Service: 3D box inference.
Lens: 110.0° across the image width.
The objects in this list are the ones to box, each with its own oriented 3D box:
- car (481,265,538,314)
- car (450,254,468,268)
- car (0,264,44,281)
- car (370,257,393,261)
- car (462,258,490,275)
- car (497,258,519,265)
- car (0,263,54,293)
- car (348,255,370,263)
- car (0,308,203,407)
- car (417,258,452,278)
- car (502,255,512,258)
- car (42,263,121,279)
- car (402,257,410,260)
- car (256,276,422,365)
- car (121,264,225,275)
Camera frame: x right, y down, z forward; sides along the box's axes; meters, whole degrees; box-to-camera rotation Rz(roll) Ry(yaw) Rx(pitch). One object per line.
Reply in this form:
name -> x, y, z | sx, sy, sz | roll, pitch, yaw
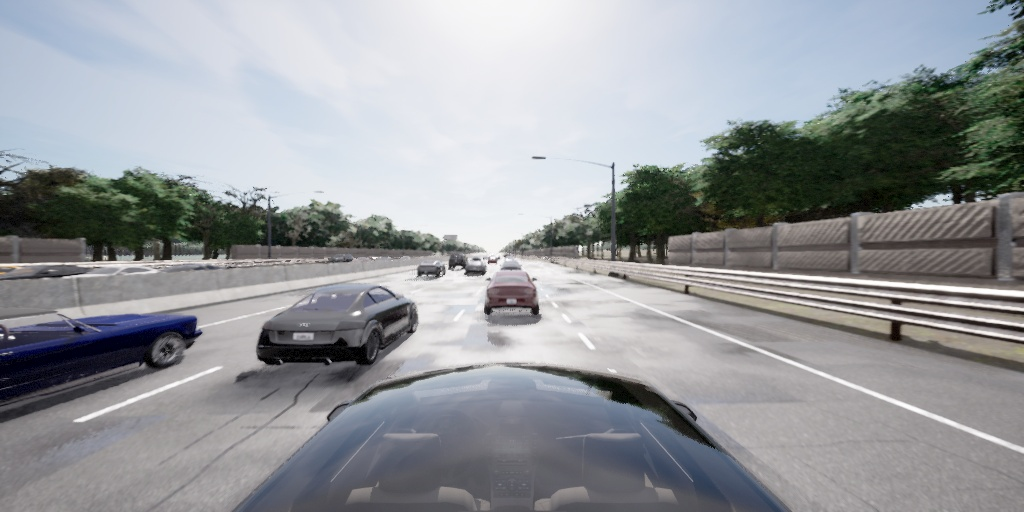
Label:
car -> -0.018, 1.258, 13.642 | 1.812, 1.442, 4.674 | 0, 0, 0
car -> -7.241, 0.738, 48.856 | 2.150, 2.045, 5.566 | 0, 0, -1
car -> -24.632, 1.181, 18.877 | 1.882, 1.535, 5.008 | 0, 0, 0
car -> -21.379, 0.925, 59.838 | 1.882, 1.535, 5.008 | 0, 0, 0
car -> -3.637, 1.155, 36.814 | 1.994, 1.385, 4.181 | 0, 0, 0
car -> -0.094, 1.155, 30.435 | 1.812, 1.442, 4.674 | 0, 0, 0
car -> -28.131, 1.182, 18.758 | 1.882, 1.535, 5.008 | 0, 0, 0
car -> -24.874, 0.974, 59.727 | 1.812, 1.442, 4.674 | 0, 0, 0
car -> -7.000, 1.358, 4.854 | 1.895, 1.301, 4.718 | 0, 0, 0
car -> -7.103, 1.112, 32.016 | 2.128, 1.511, 4.902 | 0, 0, 0
car -> -0.289, 1.034, 53.594 | 2.033, 1.411, 5.357 | 0, 0, -1
car -> -21.133, 1.226, 19.234 | 1.812, 1.442, 4.674 | 0, 0, 0
car -> -17.882, 0.972, 59.974 | 1.812, 1.442, 4.674 | 0, 0, 0
car -> -3.506, 1.319, 8.028 | 1.994, 1.385, 4.181 | 0, 0, 0
car -> -17.634, 1.204, 19.559 | 1.837, 1.490, 4.892 | 0, 0, 0
